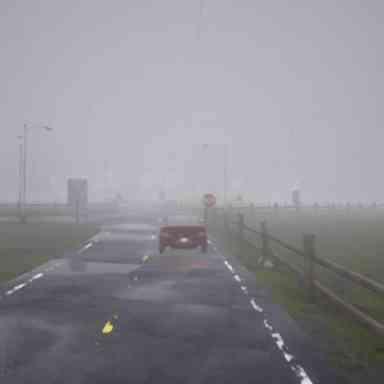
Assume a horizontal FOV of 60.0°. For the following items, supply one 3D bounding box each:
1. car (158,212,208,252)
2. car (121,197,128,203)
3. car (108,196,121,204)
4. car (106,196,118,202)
[{"bbox_3d":[-0.451,1.617,14.607,1.882,1.535,5.008,0,0,-4],"label":"car"},{"bbox_3d":[-17.237,1.921,82.112,2.097,1.767,4.553,0,0,-24],"label":"car"},{"bbox_3d":[-18.863,2.058,78.932,1.837,1.490,4.892,0,0,-23],"label":"car"},{"bbox_3d":[-22.160,1.964,92.381,2.128,1.511,4.902,0,0,-28],"label":"car"}]
